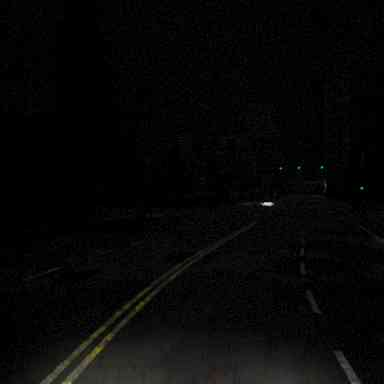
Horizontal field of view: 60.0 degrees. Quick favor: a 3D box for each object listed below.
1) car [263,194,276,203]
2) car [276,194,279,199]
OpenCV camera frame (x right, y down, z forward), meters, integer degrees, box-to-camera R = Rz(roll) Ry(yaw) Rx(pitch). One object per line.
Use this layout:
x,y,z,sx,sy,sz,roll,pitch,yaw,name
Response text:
16.843,1.651,73.855,2.128,1.511,4.902,0,0,19,car
21.992,1.243,88.456,1.882,1.535,5.008,0,0,19,car
